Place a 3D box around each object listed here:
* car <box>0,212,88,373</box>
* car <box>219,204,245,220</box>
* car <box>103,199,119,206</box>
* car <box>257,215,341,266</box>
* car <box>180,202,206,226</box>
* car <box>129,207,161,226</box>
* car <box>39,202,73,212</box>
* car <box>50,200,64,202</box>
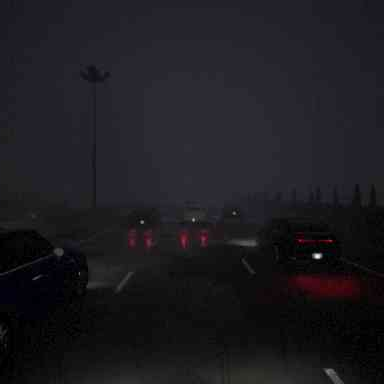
[{"bbox_3d":[-3.400,1.398,5.704,2.097,1.767,4.553,0,0,0],"label":"car"},{"bbox_3d":[3.601,1.804,30.354,1.994,1.385,4.181,0,0,0],"label":"car"},{"bbox_3d":[-14.591,2.023,60.257,2.033,1.411,5.357,0,0,-2],"label":"car"},{"bbox_3d":[3.602,1.600,11.963,1.837,1.490,4.892,0,0,0],"label":"car"},{"bbox_3d":[0.104,1.725,25.166,1.812,1.442,4.674,0,-1,0],"label":"car"},{"bbox_3d":[-3.397,1.799,25.031,1.895,1.301,4.718,0,0,0],"label":"car"},{"bbox_3d":[-10.587,1.729,25.662,1.812,1.442,4.674,0,0,0],"label":"car"},{"bbox_3d":[-17.705,1.819,43.319,1.882,1.535,5.008,0,-1,-1],"label":"car"}]
